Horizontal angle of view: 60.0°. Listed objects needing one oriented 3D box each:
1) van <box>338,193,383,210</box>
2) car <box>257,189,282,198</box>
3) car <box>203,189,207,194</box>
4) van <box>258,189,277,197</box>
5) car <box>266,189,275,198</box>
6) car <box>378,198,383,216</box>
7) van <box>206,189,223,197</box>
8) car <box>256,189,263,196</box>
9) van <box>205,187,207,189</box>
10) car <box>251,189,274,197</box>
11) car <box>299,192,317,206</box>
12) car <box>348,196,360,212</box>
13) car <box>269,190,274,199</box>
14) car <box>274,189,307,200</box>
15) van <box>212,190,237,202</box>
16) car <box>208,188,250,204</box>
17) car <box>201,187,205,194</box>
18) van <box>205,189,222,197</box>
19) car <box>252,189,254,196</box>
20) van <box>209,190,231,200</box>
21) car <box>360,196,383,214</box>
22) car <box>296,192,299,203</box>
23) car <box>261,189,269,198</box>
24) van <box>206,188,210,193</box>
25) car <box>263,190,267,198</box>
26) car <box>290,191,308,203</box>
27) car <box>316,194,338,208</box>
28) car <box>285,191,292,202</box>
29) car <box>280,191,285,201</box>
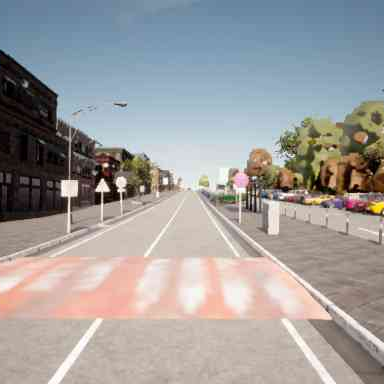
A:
[{"bbox_3d":[18.953,1.077,36.424,4.442,1.987,1.878,0,1,0],"label":"van"},{"bbox_3d":[18.804,0.330,80.832,5.566,2.045,2.435,0,1,0],"label":"car"},{"bbox_3d":[5.707,0.652,77.423,4.892,1.521,2.231,0,1,0],"label":"car"},{"bbox_3d":[18.888,0.292,83.608,4.442,1.987,1.878,0,1,0],"label":"van"},{"bbox_3d":[18.975,0.795,69.733,5.366,1.575,1.946,0,1,0],"label":"car"},{"bbox_3d":[18.846,1.469,28.101,4.674,1.452,2.002,0,1,0],"label":"car"},{"bbox_3d":[5.806,0.241,85.829,4.442,1.987,1.878,0,1,0],"label":"van"},{"bbox_3d":[18.751,0.388,78.056,5.566,2.045,2.435,0,1,0],"label":"car"},{"bbox_3d":[5.813,0.368,80.225,4.442,1.987,1.878,0,1,0],"label":"van"},{"bbox_3d":[18.793,0.140,89.157,5.566,2.045,2.435,0,1,0],"label":"car"},{"bbox_3d":[18.635,1.134,47.527,5.366,1.575,1.946,0,1,0],"label":"car"},{"bbox_3d":[18.837,1.385,33.653,4.674,1.452,2.002,0,1,0],"label":"car"},{"bbox_3d":[18.789,0.844,66.956,5.008,1.535,2.097,0,1,0],"label":"car"},{"bbox_3d":[18.773,0.678,61.400,5.566,2.045,2.435,0,1,0],"label":"car"},{"bbox_3d":[5.840,0.715,60.596,4.442,1.987,1.878,0,1,0],"label":"van"},{"bbox_3d":[5.707,0.815,52.186,5.566,2.045,2.435,0,1,0],"label":"car"},{"bbox_3d":[5.665,0.279,83.024,5.566,2.045,2.435,0,1,0],"label":"car"},{"bbox_3d":[5.802,0.177,88.631,4.442,1.987,1.878,0,1,0],"label":"van"},{"bbox_3d":[18.954,0.452,86.387,5.366,1.575,1.946,0,1,0],"label":"car"},{"bbox_3d":[5.829,0.583,69.007,4.442,1.987,1.878,0,1,0],"label":"van"},{"bbox_3d":[18.839,1.386,30.875,5.008,1.535,2.097,0,1,0],"label":"car"},{"bbox_3d":[18.846,1.125,50.303,4.792,1.488,2.163,0,1,0],"label":"car"},{"bbox_3d":[18.812,0.725,75.287,4.792,1.488,2.163,0,1,0],"label":"car"},{"bbox_3d":[5.599,0.630,66.205,4.442,1.987,1.878,0,1,0],"label":"van"},{"bbox_3d":[18.757,0.781,72.505,4.792,1.488,2.163,0,1,0],"label":"car"},{"bbox_3d":[18.820,1.055,53.077,4.892,1.521,2.231,0,1,0],"label":"car"},{"bbox_3d":[18.800,1.249,41.977,4.792,1.488,2.163,0,1,0],"label":"car"},{"bbox_3d":[18.815,1.012,55.853,5.008,1.535,2.097,0,1,0],"label":"car"},{"bbox_3d":[18.811,0.971,58.629,5.008,1.535,2.097,0,1,0],"label":"car"}]
